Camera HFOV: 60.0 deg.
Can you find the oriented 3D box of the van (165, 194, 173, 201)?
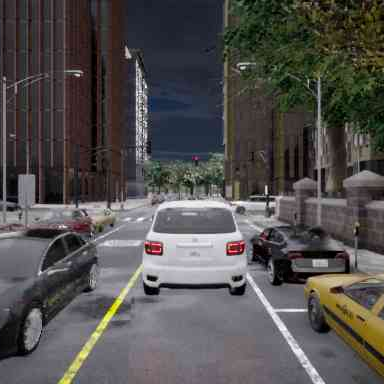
[{"bbox_3d":[-5.812,1.372,84.731,1.690,1.788,3.998,0,0,0],"label":"van"}]

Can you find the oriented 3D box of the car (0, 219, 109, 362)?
[{"bbox_3d":[-3.105,1.505,6.084,1.837,1.490,4.892,0,0,0],"label":"car"}]

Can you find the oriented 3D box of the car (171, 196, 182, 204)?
[{"bbox_3d":[-3.060,1.583,66.976,1.994,1.385,4.181,0,0,1],"label":"car"}]

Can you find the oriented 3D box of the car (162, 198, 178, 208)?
[{"bbox_3d":[-3.123,1.574,48.106,1.994,1.385,4.181,0,0,0],"label":"car"}]

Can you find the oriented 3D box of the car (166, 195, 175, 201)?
[{"bbox_3d":[-5.815,1.585,90.169,2.008,1.369,4.403,0,0,0],"label":"car"}]

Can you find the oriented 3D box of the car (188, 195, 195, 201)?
[{"bbox_3d":[-0.050,1.534,88.581,1.837,1.490,4.892,0,0,0],"label":"car"}]

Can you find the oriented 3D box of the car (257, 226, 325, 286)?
[{"bbox_3d":[2.756,1.566,9.228,1.947,1.339,4.313,0,0,0],"label":"car"}]

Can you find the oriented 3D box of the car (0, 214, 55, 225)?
[{"bbox_3d":[-5.770,1.545,9.221,1.887,1.381,4.507,0,0,0],"label":"car"}]

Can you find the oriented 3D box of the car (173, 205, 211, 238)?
[{"bbox_3d":[0.013,1.527,18.464,1.812,1.442,4.674,0,0,1],"label":"car"}]

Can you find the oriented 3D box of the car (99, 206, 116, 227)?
[{"bbox_3d":[-5.776,1.527,19.965,1.752,1.417,4.829,0,0,0],"label":"car"}]

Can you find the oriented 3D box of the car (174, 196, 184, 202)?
[{"bbox_3d":[-3.044,1.559,77.315,2.033,1.411,5.357,0,0,0],"label":"car"}]

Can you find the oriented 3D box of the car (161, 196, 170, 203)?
[{"bbox_3d":[-5.805,1.549,73.686,1.752,1.417,4.829,0,0,0],"label":"car"}]

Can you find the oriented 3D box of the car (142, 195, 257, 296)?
[{"bbox_3d":[0.061,1.222,8.819,2.150,2.045,5.566,0,0,0],"label":"car"}]

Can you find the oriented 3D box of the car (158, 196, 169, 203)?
[{"bbox_3d":[-5.802,1.602,68.418,1.802,1.307,4.206,0,0,0],"label":"car"}]

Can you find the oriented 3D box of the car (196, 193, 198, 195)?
[{"bbox_3d":[-0.045,1.551,78.675,1.812,1.442,4.674,0,0,0],"label":"car"}]

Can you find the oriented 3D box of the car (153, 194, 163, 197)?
[{"bbox_3d":[-5.797,1.329,57.543,2.192,1.841,5.009,0,0,0],"label":"car"}]

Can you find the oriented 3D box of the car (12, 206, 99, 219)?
[{"bbox_3d":[-5.773,1.441,14.679,1.967,1.590,4.097,0,0,0],"label":"car"}]

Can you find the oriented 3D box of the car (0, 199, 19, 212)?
[{"bbox_3d":[-19.189,1.203,31.530,5.357,1.411,2.033,1,0,-5],"label":"car"}]

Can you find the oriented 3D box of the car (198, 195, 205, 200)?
[{"bbox_3d":[2.707,1.565,95.781,1.752,1.417,4.829,0,0,0],"label":"car"}]

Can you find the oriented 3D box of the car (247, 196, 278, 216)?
[{"bbox_3d":[6.679,1.385,34.842,5.566,2.045,2.150,1,0,0],"label":"car"}]

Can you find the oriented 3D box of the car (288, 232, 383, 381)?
[{"bbox_3d":[2.759,1.525,3.941,1.752,1.417,4.829,0,0,0],"label":"car"}]
